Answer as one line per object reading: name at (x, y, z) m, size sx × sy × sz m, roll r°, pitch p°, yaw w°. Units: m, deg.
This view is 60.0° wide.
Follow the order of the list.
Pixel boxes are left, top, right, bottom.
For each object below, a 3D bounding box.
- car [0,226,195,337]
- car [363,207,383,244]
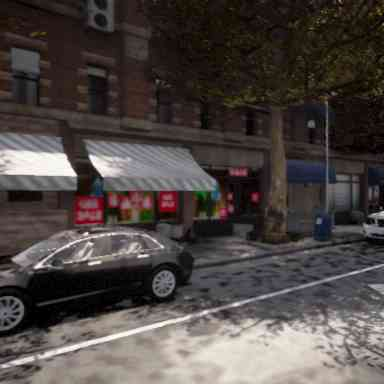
car at (-2.214, 1.480, 6.754) m, size 4.892 × 1.521 × 2.231 m, roll 0°, pitch 0°, yaw -36°
car at (9.819, 1.221, 14.623) m, size 5.566 × 2.045 × 2.435 m, roll 0°, pitch 0°, yaw -36°
